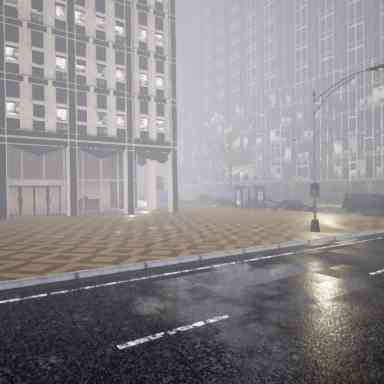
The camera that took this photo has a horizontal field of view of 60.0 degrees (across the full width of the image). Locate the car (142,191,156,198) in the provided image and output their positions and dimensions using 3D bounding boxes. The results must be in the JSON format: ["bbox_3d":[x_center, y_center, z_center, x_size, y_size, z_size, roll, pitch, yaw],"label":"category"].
[{"bbox_3d":[-10.689,0.686,82.625,1.967,1.590,4.097,0,1,-35],"label":"car"}]

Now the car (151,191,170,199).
[{"bbox_3d":[-7.467,0.615,77.941,2.192,1.841,5.009,0,1,-35],"label":"car"}]

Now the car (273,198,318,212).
[{"bbox_3d":[11.297,1.424,35.665,1.947,1.339,4.313,0,1,-35],"label":"car"}]

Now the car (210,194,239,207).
[{"bbox_3d":[4.915,1.319,45.074,1.947,1.339,4.313,0,1,-35],"label":"car"}]

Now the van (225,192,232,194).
[{"bbox_3d":[5.420,0.855,59.213,1.690,1.788,3.998,0,1,-35],"label":"van"}]

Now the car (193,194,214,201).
[{"bbox_3d":[2.199,1.043,63.898,1.802,1.307,4.206,0,1,-35],"label":"car"}]

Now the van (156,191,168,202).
[{"bbox_3d":[-4.705,0.937,59.146,1.690,1.788,3.998,0,1,-35],"label":"van"}]

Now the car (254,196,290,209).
[{"bbox_3d":[10.053,1.323,42.250,1.994,1.385,4.181,-1,1,-35],"label":"car"}]

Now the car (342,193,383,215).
[{"bbox_3d":[17.225,1.096,31.823,2.150,2.045,5.566,-1,1,-34],"label":"car"}]

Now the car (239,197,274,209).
[{"bbox_3d":[8.089,1.388,40.359,1.802,1.307,4.206,0,1,-35],"label":"car"}]

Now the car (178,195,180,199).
[{"bbox_3d":[-4.245,0.936,73.263,1.802,1.307,4.206,0,1,-35],"label":"car"}]

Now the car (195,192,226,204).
[{"bbox_3d":[2.752,1.145,52.892,1.837,1.490,4.892,-1,1,-34],"label":"car"}]

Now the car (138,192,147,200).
[{"bbox_3d":[-11.149,1.039,68.513,2.008,1.369,4.403,0,1,-35],"label":"car"}]
